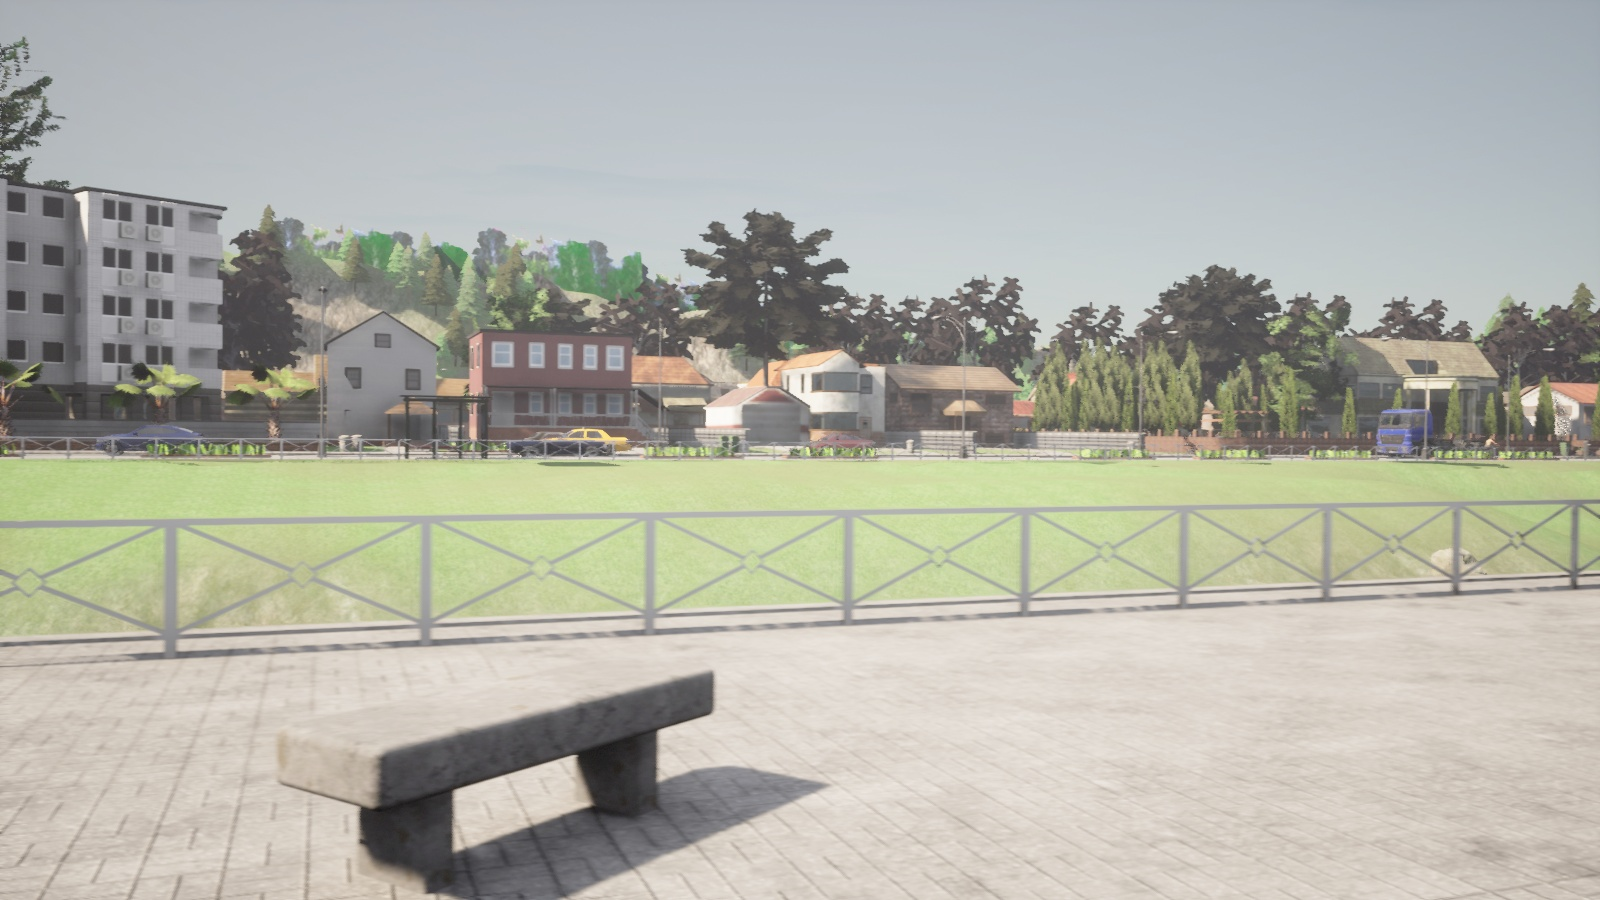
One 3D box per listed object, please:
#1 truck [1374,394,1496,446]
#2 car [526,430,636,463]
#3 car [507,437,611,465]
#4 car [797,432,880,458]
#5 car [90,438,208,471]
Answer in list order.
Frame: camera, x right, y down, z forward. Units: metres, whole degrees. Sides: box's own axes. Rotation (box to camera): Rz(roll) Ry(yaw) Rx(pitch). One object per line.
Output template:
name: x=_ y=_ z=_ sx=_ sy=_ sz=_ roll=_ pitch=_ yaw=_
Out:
truck: x=43.639 y=-2.060 z=86.317 sx=7.936 sy=3.462 sz=2.891 roll=-1 pitch=1 yaw=-21
car: x=-11.394 y=-0.205 z=65.448 sx=5.366 sy=1.575 sz=1.801 roll=-1 pitch=1 yaw=-21
car: x=-11.723 y=0.032 z=61.047 sx=4.718 sy=1.301 sz=1.895 roll=-1 pitch=1 yaw=-21
car: x=2.150 y=-0.310 z=70.588 sx=4.181 sy=1.385 sz=1.994 roll=-1 pitch=1 yaw=-21
car: x=-30.144 y=0.201 z=58.336 sx=4.674 sy=1.442 sz=1.812 roll=-1 pitch=1 yaw=-21
